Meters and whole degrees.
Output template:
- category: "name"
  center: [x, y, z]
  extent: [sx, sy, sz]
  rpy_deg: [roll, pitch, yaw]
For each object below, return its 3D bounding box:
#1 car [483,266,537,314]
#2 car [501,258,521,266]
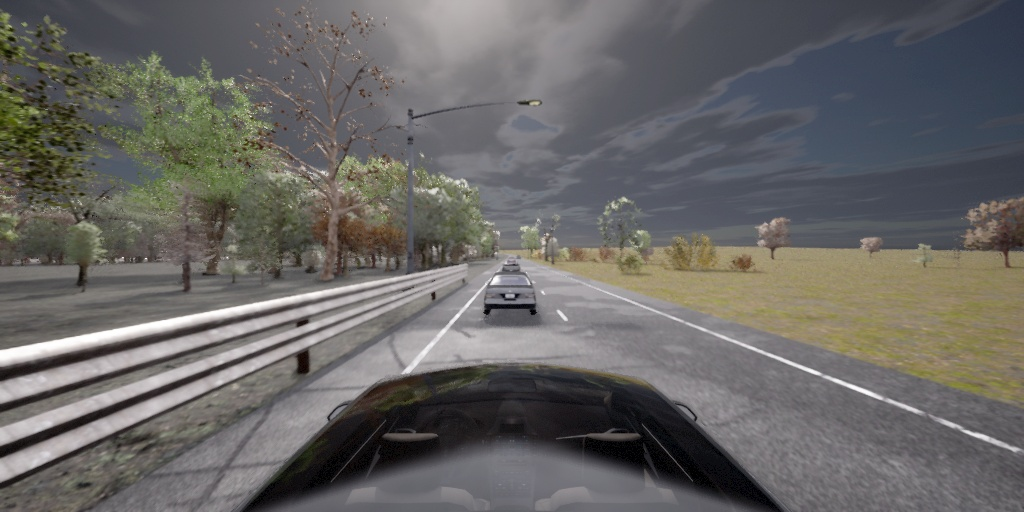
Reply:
- category: "car"
  center: [-0.062, 1.296, 13.726]
  extent: [2.033, 1.411, 5.357]
  rpy_deg: [0, 0, 0]
- category: "car"
  center: [-0.061, 1.226, 37.727]
  extent: [2.128, 1.511, 4.902]
  rpy_deg: [0, 0, 0]
